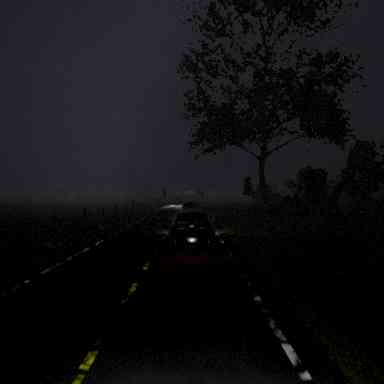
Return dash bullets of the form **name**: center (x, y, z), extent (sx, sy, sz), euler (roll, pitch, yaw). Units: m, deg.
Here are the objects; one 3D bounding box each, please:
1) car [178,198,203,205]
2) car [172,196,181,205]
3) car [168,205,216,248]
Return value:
- **car**: center (0.001, 1.498, 29.656), extent (1.882, 1.535, 5.008), euler (0, 0, 0)
- **car**: center (-2.749, 1.589, 61.660), extent (2.128, 1.511, 4.902), euler (0, 0, 0)
- **car**: center (0.000, 1.516, 14.654), extent (1.837, 1.490, 4.892), euler (0, 0, 0)
